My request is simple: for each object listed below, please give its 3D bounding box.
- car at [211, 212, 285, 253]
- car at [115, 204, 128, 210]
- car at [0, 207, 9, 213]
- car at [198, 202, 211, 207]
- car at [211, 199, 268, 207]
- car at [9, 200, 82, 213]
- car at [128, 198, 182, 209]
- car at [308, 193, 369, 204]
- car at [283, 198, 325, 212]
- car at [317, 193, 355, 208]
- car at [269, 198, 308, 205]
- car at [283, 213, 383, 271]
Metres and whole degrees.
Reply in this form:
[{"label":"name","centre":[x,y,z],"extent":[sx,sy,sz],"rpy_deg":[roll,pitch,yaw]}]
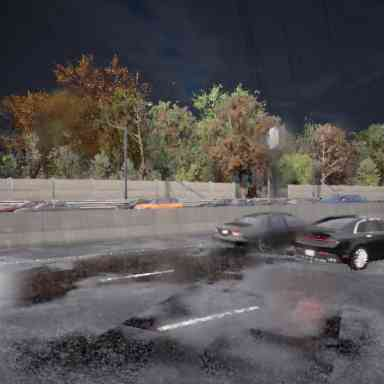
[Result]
[{"label":"car","centre":[3.381,1.546,13.684],"extent":[5.357,1.411,2.033],"rpy_deg":[0,0,-30]},{"label":"car","centre":[-5.216,1.505,33.212],"extent":[4.892,1.490,1.837],"rpy_deg":[0,0,-30]},{"label":"car","centre":[-13.590,1.478,28.322],"extent":[5.008,1.535,1.882],"rpy_deg":[0,0,-30]},{"label":"car","centre":[3.222,1.548,38.156],"extent":[5.357,1.411,2.033],"rpy_deg":[0,0,-30]},{"label":"car","centre":[5.080,1.548,35.182],"extent":[5.357,1.411,2.033],"rpy_deg":[0,0,-31]},{"label":"car","centre":[-11.098,1.492,25.722],"extent":[4.902,1.511,2.128],"rpy_deg":[0,0,-30]},{"label":"car","centre":[-3.112,1.352,30.391],"extent":[4.553,1.767,2.097],"rpy_deg":[0,0,-30]},{"label":"car","centre":[14.348,1.223,32.492],"extent":[5.566,2.045,2.150],"rpy_deg":[0,0,-30]},{"label":"car","centre":[13.487,1.493,40.096],"extent":[4.902,1.511,2.128],"rpy_deg":[0,0,-30]},{"label":"car","centre":[21.033,1.229,48.557],"extent":[5.566,2.045,2.150],"rpy_deg":[0,0,-30]},{"label":"car","centre":[10.606,1.526,34.343],"extent":[4.674,1.442,1.812],"rpy_deg":[0,0,-30]},{"label":"car","centre":[5.501,1.505,10.869],"extent":[4.892,1.490,1.837],"rpy_deg":[0,0,-30]}]
